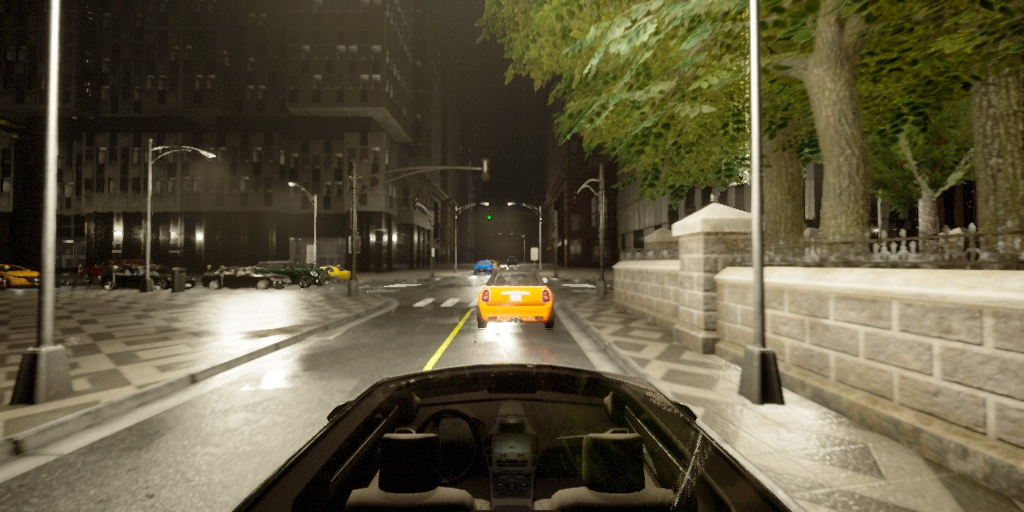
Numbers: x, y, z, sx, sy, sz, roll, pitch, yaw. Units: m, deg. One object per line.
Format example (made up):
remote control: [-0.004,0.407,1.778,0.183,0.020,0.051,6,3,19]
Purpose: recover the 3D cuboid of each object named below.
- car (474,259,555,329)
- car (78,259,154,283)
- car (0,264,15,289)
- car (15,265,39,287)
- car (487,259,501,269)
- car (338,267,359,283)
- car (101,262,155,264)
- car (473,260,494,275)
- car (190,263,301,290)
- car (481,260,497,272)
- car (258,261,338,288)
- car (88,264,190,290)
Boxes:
car: [0.099,1.104,11.399,2.097,1.767,4.553,0,0,0]
car: [-31.138,1.199,28.505,5.009,1.841,2.192,0,0,0]
car: [-31.177,1.292,19.982,4.207,1.307,1.802,0,0,0]
car: [-32.471,1.244,22.675,5.008,1.535,1.882,0,-1,0]
car: [-3.002,1.323,60.021,2.128,1.511,4.902,0,0,0]
car: [-14.770,1.388,28.416,4.829,1.417,1.751,0,0,0]
car: [-22.965,1.259,22.615,4.892,1.490,1.837,0,-1,0]
car: [-3.092,1.264,40.142,1.882,1.535,5.008,0,0,1]
car: [-14.638,1.239,19.891,4.403,1.370,2.007,0,0,0]
car: [-3.079,1.282,49.590,1.882,1.535,5.008,0,0,0]
car: [-13.881,1.094,22.566,4.553,1.767,2.097,0,-1,0]
car: [-20.151,1.261,19.921,4.313,1.339,1.948,0,0,0]
